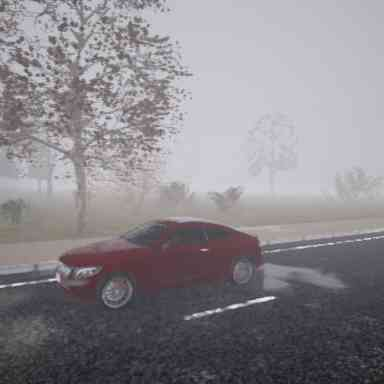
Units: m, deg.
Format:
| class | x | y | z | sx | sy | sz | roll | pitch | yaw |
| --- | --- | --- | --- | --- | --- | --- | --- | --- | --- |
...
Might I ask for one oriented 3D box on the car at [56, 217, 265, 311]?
| class | x | y | z | sx | sy | sz | roll | pitch | yaw |
| --- | --- | --- | --- | --- | --- | --- | --- | --- | --- |
| car | -0.452 | 1.307 | 7.270 | 4.674 | 1.442 | 1.812 | 1 | 2 | -33 |
